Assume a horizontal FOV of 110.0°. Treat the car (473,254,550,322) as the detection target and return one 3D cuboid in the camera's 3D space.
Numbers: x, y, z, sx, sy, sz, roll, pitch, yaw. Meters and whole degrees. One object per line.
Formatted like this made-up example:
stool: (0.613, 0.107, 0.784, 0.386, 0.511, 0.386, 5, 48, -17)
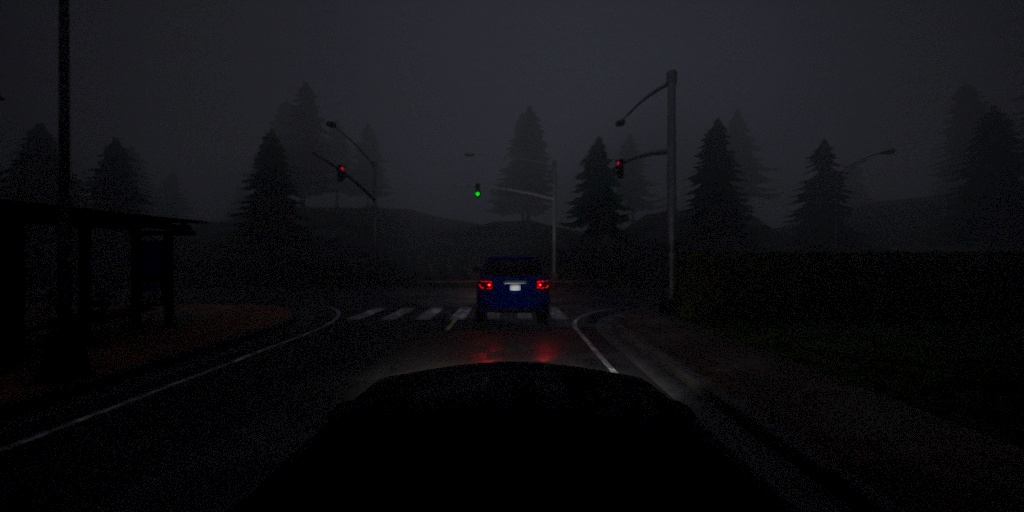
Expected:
car: (-0.142, 0.957, 12.351, 2.150, 2.045, 5.566, 0, 0, -5)
